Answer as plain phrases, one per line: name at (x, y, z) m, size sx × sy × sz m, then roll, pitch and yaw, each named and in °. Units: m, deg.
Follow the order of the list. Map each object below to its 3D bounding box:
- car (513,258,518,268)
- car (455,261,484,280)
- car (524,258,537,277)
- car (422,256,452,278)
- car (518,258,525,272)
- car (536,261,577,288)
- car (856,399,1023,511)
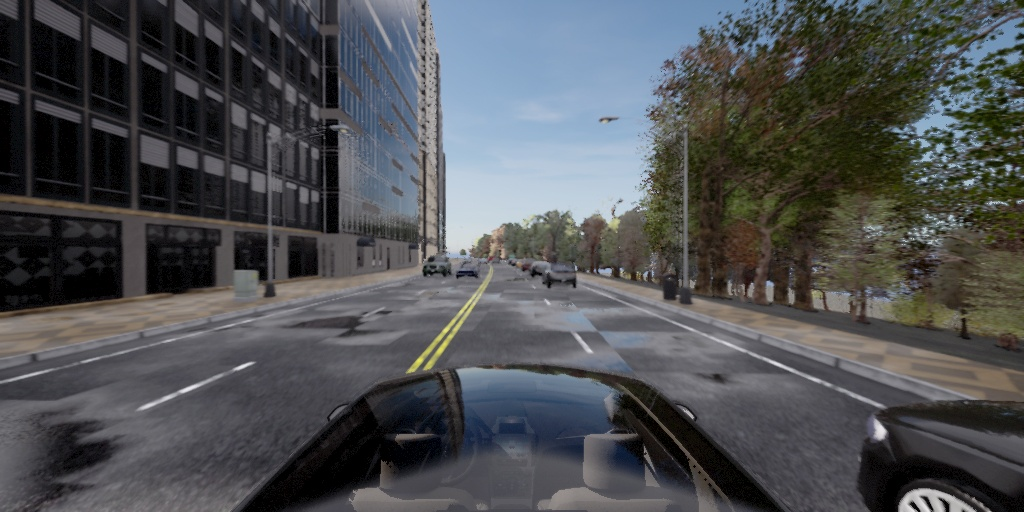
car at (1.667, 1.181, 56.914) m, size 1.801 × 1.575 × 5.366 m, roll 0°, pitch 0°, yaw -3°
car at (-3.802, 1.354, 31.411) m, size 1.895 × 1.301 × 4.718 m, roll 0°, pitch 0°, yaw -2°
car at (2.694, 1.243, 34.666) m, size 2.163 × 1.488 × 4.792 m, roll 0°, pitch 0°, yaw -2°
car at (-7.161, 0.982, 34.874) m, size 2.150 × 2.045 × 5.566 m, roll 0°, pitch 0°, yaw -2°
car at (2.252, 1.085, 45.653) m, size 2.097 × 1.767 × 4.553 m, roll 0°, pitch 0°, yaw -3°
car at (3.012, 1.234, 23.583) m, size 2.128 × 1.511 × 4.902 m, roll 0°, pitch 0°, yaw -1°
car at (3.337, 1.235, 0.483) m, size 2.128 × 1.511 × 4.902 m, roll 0°, pitch 0°, yaw 0°
